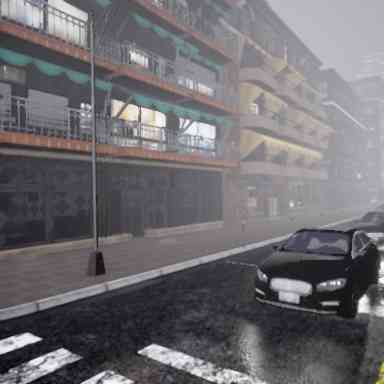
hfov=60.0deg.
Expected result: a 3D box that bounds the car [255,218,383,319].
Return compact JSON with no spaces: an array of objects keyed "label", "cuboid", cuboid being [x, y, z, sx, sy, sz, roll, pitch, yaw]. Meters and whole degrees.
[{"label":"car","cuboid":[3.154,1.598,7.815,2.128,1.511,4.902,-1,-1,37]}]

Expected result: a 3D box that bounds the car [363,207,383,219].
[{"label":"car","cuboid":[8.787,1.665,15.370,2.128,1.511,4.902,-1,-1,37]}]

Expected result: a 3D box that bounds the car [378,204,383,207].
[{"label":"car","cuboid":[20.466,1.967,35.259,1.802,1.307,4.206,-2,-2,37]}]
